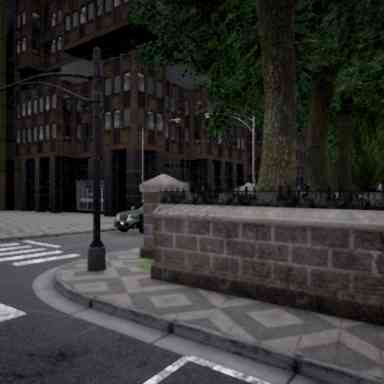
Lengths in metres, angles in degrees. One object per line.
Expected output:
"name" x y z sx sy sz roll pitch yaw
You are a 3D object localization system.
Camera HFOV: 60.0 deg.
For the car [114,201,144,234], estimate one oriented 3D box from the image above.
"car" -2.569 1.572 22.134 2.150 2.045 5.566 0 -1 35
